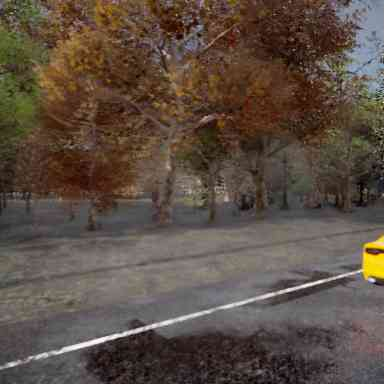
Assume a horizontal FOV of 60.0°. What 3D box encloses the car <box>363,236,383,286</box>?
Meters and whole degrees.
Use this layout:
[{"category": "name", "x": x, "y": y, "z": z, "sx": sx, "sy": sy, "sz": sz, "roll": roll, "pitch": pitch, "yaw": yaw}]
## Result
[{"category": "car", "x": 6.171, "y": 1.471, "z": 8.145, "sx": 5.008, "sy": 1.535, "sz": 1.882, "roll": 0, "pitch": 0, "yaw": -35}]
